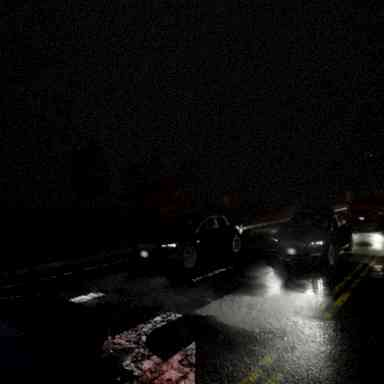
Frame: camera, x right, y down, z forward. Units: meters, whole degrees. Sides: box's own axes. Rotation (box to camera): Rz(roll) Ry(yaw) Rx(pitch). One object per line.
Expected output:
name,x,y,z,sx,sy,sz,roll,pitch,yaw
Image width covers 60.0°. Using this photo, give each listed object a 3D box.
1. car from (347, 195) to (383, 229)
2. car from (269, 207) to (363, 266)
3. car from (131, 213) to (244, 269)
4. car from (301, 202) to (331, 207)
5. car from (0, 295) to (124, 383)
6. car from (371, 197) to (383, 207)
car,11.718,1.223,21.957,2.150,2.045,5.566,0,0,37
car,4.365,1.493,11.804,2.128,1.511,4.902,0,0,36
car,0.065,1.492,11.414,2.128,1.511,4.902,0,0,35
car,8.457,1.478,22.997,1.882,1.535,5.008,0,0,36
car,-2.869,1.547,1.806,2.033,1.411,5.357,0,0,36
car,29.002,1.521,51.408,1.812,1.442,4.674,0,0,36
